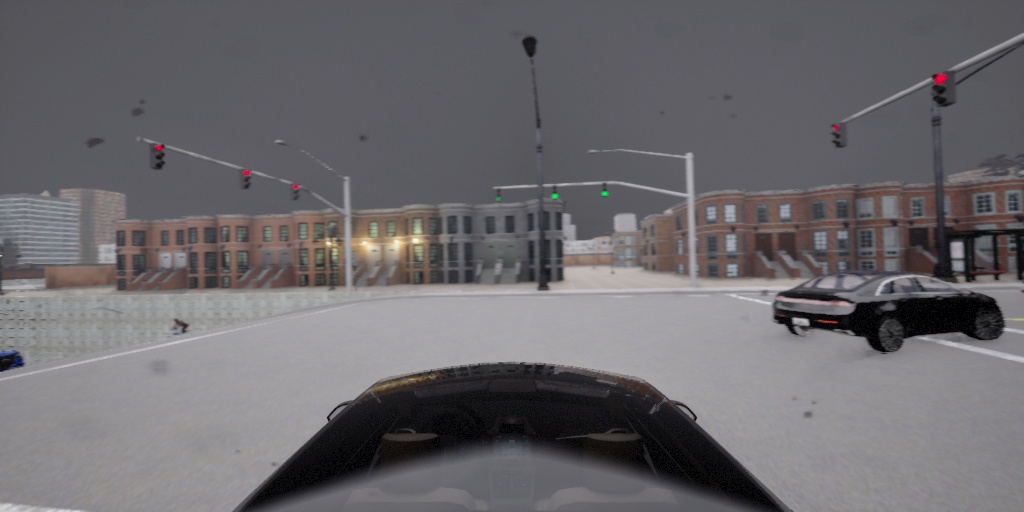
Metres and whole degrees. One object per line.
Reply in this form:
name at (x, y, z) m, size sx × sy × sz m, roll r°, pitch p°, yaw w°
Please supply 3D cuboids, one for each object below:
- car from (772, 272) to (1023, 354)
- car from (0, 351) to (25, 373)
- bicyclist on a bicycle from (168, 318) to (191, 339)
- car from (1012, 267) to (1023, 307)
car at (8.282, 1.089, 7.988) m, size 4.902 × 1.511 × 2.128 m, roll -1°, pitch -1°, yaw -14°
car at (-19.965, 4.102, 12.529) m, size 5.008 × 1.535 × 1.882 m, roll -15°, pitch -2°, yaw 9°
bicyclist on a bicycle at (-22.094, 4.936, 23.906) m, size 0.582 × 1.620 × 1.656 m, roll -14°, pitch -2°, yaw 10°
car at (19.036, 0.933, 10.782) m, size 4.718 × 1.301 × 1.895 m, roll -2°, pitch -1°, yaw 8°
